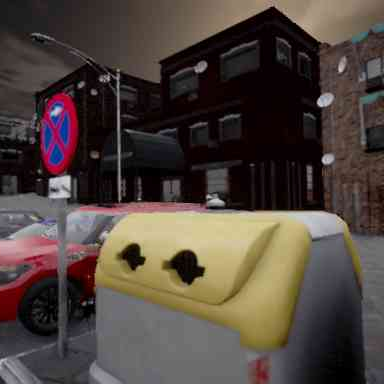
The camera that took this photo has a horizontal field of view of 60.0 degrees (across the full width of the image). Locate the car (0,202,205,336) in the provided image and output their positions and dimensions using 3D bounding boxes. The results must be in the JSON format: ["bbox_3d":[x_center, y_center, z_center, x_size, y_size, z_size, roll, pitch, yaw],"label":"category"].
[{"bbox_3d":[-1.766,1.286,7.330,2.435,2.045,5.566,1,0,44],"label":"car"}]
